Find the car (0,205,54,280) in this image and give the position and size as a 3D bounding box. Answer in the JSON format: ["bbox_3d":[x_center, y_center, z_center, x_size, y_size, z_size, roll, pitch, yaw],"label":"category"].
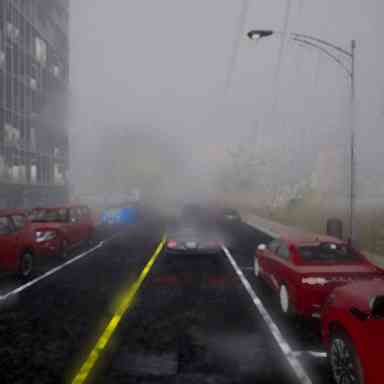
[{"bbox_3d":[-5.325,1.387,7.471,2.192,1.841,5.009,-1,-1,0],"label":"car"}]

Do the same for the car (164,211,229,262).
[{"bbox_3d":[0.012,1.667,12.517,2.033,1.411,5.357,0,-1,0],"label":"car"}]

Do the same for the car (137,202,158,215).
[{"bbox_3d":[-5.387,1.964,40.749,1.947,1.339,4.313,-1,-1,0],"label":"car"}]

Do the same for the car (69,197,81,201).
[{"bbox_3d":[-25.658,1.992,69.015,5.009,1.841,2.192,0,0,-1],"label":"car"}]

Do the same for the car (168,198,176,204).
[{"bbox_3d":[-5.306,2.460,90.038,1.947,1.339,4.313,-1,-1,0],"label":"car"}]

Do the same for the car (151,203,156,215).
[{"bbox_3d":[-5.316,1.887,35.206,1.887,1.381,4.507,-1,-1,0],"label":"car"}]

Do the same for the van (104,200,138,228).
[{"bbox_3d":[-5.321,1.573,24.113,1.690,1.788,3.998,-1,-1,0],"label":"van"}]

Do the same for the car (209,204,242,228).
[{"bbox_3d":[2.562,1.798,24.151,1.947,1.339,4.313,-1,-1,0],"label":"car"}]

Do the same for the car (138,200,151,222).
[{"bbox_3d":[-5.320,1.602,29.661,2.192,1.841,5.009,-1,-1,0],"label":"car"}]

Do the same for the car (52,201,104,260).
[{"bbox_3d":[-5.324,1.440,13.018,2.192,1.841,5.009,-1,-1,0],"label":"car"}]

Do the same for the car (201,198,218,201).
[{"bbox_3d":[2.693,1.757,45.090,2.192,1.841,5.009,-1,-1,0],"label":"car"}]

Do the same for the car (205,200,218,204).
[{"bbox_3d":[2.580,1.899,36.451,1.887,1.381,4.507,-1,-1,0],"label":"car"}]

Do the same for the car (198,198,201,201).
[{"bbox_3d":[2.629,2.303,87.021,1.967,1.590,4.097,-1,-1,0],"label":"car"}]

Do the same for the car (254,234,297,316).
[{"bbox_3d":[2.558,1.617,7.528,1.887,1.381,4.507,-1,-1,0],"label":"car"}]

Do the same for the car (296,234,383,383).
[{"bbox_3d":[2.554,1.335,1.990,2.192,1.841,5.009,-1,-1,0],"label":"car"}]

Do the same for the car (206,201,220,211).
[{"bbox_3d":[2.563,1.832,29.692,1.887,1.381,4.507,-1,-1,0],"label":"car"}]

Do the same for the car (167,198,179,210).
[{"bbox_3d":[-2.765,1.977,50.826,1.882,1.535,5.008,0,-1,1],"label":"car"}]

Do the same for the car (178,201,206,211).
[{"bbox_3d":[0.027,1.783,28.512,1.837,1.490,4.892,0,0,0],"label":"car"}]
